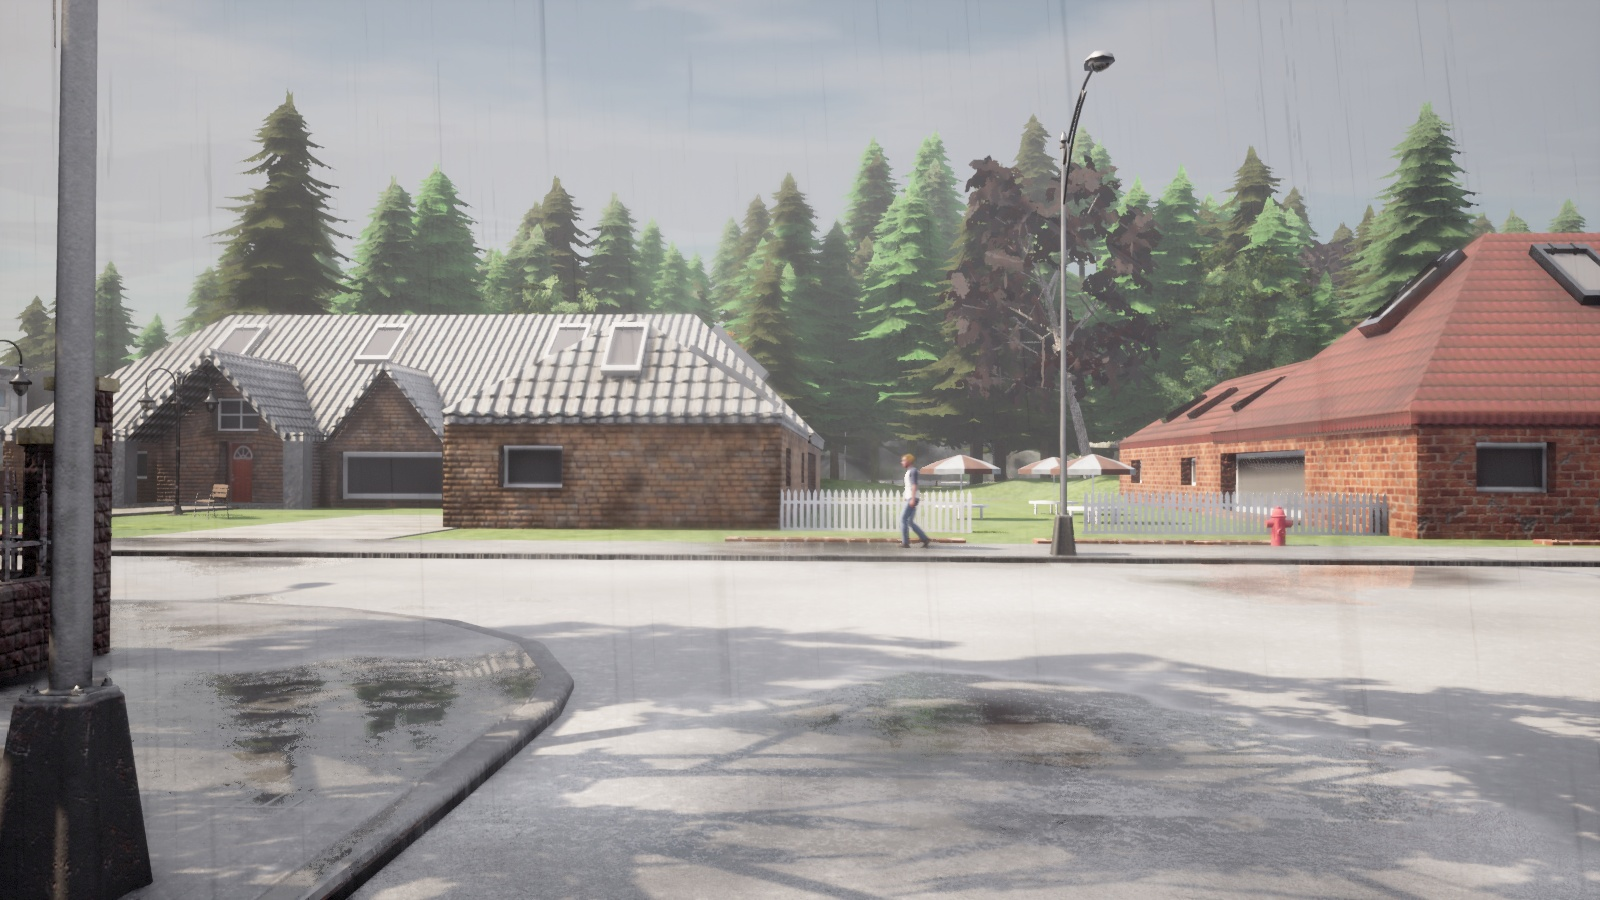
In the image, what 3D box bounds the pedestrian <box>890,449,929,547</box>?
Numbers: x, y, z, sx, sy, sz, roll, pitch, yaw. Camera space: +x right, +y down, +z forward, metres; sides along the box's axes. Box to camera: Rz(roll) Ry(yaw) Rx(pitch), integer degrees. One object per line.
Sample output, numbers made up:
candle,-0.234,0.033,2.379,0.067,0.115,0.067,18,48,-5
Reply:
pedestrian,2.061,0.905,23.751,0.706,1.836,0.354,0,-1,2
